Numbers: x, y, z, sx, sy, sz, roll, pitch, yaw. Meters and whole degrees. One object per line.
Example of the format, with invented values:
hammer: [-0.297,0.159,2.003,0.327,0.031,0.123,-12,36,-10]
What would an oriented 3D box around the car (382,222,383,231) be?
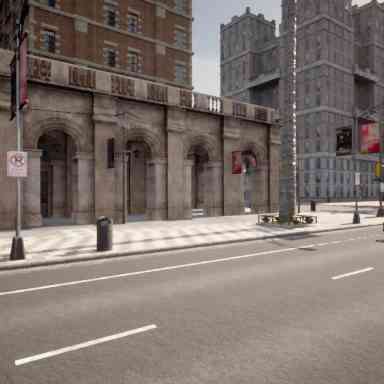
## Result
car: [11.251,1.601,16.211,4.718,1.301,1.895,0,0,-35]
